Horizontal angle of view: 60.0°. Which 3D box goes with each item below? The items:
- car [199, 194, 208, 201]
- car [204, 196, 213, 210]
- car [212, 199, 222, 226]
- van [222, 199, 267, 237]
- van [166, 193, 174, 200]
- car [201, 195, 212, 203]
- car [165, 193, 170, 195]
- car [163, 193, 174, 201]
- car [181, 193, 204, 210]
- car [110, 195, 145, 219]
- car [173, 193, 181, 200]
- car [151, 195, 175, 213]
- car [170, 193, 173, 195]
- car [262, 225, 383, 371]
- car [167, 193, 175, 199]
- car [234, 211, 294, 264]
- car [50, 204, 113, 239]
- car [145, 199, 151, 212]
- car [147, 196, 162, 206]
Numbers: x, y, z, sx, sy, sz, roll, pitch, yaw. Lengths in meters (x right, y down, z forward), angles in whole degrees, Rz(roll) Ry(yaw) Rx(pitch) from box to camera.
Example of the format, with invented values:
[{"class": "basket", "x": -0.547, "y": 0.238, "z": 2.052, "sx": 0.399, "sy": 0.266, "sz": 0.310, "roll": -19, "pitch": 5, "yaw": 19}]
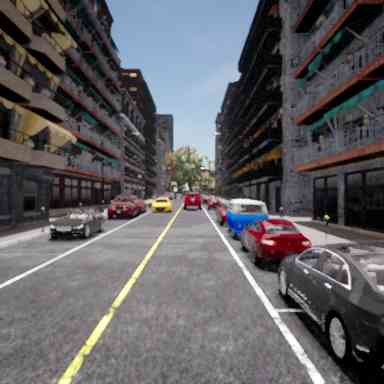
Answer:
[{"class": "car", "x": 2.687, "y": 1.306, "z": 79.631, "sx": 1.887, "sy": 1.381, "sz": 4.507, "roll": 1, "pitch": 0, "yaw": 0}, {"class": "car", "x": 2.695, "y": 1.461, "z": 39.757, "sx": 1.802, "sy": 1.307, "sz": 4.206, "roll": 1, "pitch": 0, "yaw": 0}, {"class": "car", "x": 2.701, "y": 1.371, "z": 22.668, "sx": 1.967, "sy": 1.590, "sz": 4.097, "roll": 1, "pitch": 0, "yaw": 0}, {"class": "van", "x": 2.704, "y": 1.289, "z": 16.971, "sx": 1.690, "sy": 1.788, "sz": 3.998, "roll": 1, "pitch": 0, "yaw": 0}, {"class": "van", "x": -5.657, "y": 1.085, "z": 85.263, "sx": 1.690, "sy": 1.788, "sz": 3.998, "roll": 1, "pitch": 0, "yaw": 0}, {"class": "car", "x": 2.691, "y": 1.356, "z": 62.542, "sx": 1.887, "sy": 1.381, "sz": 4.507, "roll": 1, "pitch": 0, "yaw": 0}, {"class": "car", "x": -5.657, "y": 1.356, "z": 62.479, "sx": 1.887, "sy": 1.381, "sz": 4.507, "roll": 1, "pitch": 0, "yaw": 0}, {"class": "car", "x": -5.656, "y": 1.076, "z": 79.567, "sx": 2.192, "sy": 1.841, "sz": 5.009, "roll": 1, "pitch": 0, "yaw": 0}, {"class": "car", "x": 0.090, "y": 1.096, "z": 41.594, "sx": 2.150, "sy": 2.045, "sz": 5.566, "roll": 0, "pitch": 0, "yaw": 0}, {"class": "car", "x": -5.678, "y": 1.229, "z": 28.300, "sx": 2.192, "sy": 1.841, "sz": 5.009, "roll": 1, "pitch": 0, "yaw": 0}, {"class": "car", "x": -3.016, "y": 1.052, "z": 75.440, "sx": 2.128, "sy": 1.511, "sz": 4.902, "roll": 0, "pitch": 0, "yaw": 0}, {"class": "car", "x": -3.102, "y": 1.371, "z": 35.049, "sx": 1.882, "sy": 1.535, "sz": 5.008, "roll": 0, "pitch": 0, "yaw": 0}, {"class": "car", "x": -5.658, "y": 1.345, "z": 68.175, "sx": 2.008, "sy": 1.369, "sz": 4.403, "roll": 1, "pitch": 0, "yaw": 0}, {"class": "car", "x": 2.703, "y": 1.534, "z": 5.579, "sx": 2.008, "sy": 1.369, "sz": 4.403, "roll": 1, "pitch": 0, "yaw": 0}, {"class": "car", "x": -5.660, "y": 1.168, "z": 90.960, "sx": 1.967, "sy": 1.590, "sz": 4.097, "roll": 1, "pitch": 0, "yaw": 0}, {"class": "car", "x": 2.701, "y": 1.547, "z": 11.275, "sx": 1.802, "sy": 1.307, "sz": 4.206, "roll": 1, "pitch": 0, "yaw": 0}, {"class": "car", "x": -5.680, "y": 1.499, "z": 16.907, "sx": 2.008, "sy": 1.369, "sz": 4.403, "roll": 1, "pitch": 0, "yaw": 0}, {"class": "car", "x": -5.684, "y": 1.441, "z": 33.997, "sx": 1.887, "sy": 1.381, "sz": 4.507, "roll": 1, "pitch": 0, "yaw": 0}, {"class": "car", "x": -5.660, "y": 1.371, "z": 50.915, "sx": 1.752, "sy": 1.417, "sz": 4.829, "roll": 1, "pitch": 0, "yaw": 0}]
